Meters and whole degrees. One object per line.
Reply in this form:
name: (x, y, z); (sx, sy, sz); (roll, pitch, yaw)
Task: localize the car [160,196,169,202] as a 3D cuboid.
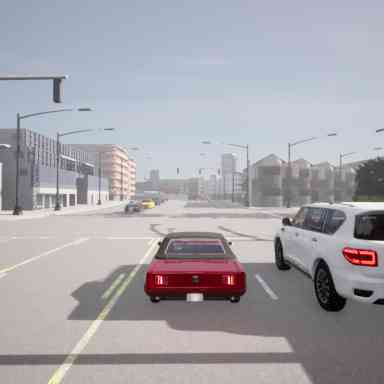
car: (-6.981, 1.679, 84.903); (1.812, 1.442, 4.674); (0, 0, 0)

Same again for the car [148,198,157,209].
car: (-7.079, 1.891, 52.459); (1.882, 1.535, 5.008); (0, 0, 0)

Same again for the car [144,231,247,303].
car: (0.071, 1.617, 8.211); (1.895, 1.301, 4.718); (0, 0, 0)

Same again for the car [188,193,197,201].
car: (0.020, 1.389, 88.887); (2.150, 2.045, 5.566); (0, -1, 0)

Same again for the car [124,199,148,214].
car: (-7.057, 1.815, 40.734); (2.128, 1.511, 4.902); (0, 0, -1)

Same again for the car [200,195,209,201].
car: (3.520, 1.523, 89.240); (2.097, 1.767, 4.553); (0, -1, 0)

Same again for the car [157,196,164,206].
car: (-7.027, 1.868, 64.610); (1.837, 1.490, 4.892); (0, 0, 0)

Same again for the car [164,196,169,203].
car: (-6.984, 1.747, 74.650); (2.128, 1.511, 4.902); (0, 1, 0)

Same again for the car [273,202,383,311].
car: (3.565, 1.234, 7.919); (2.150, 2.045, 5.566); (0, 0, 0)
